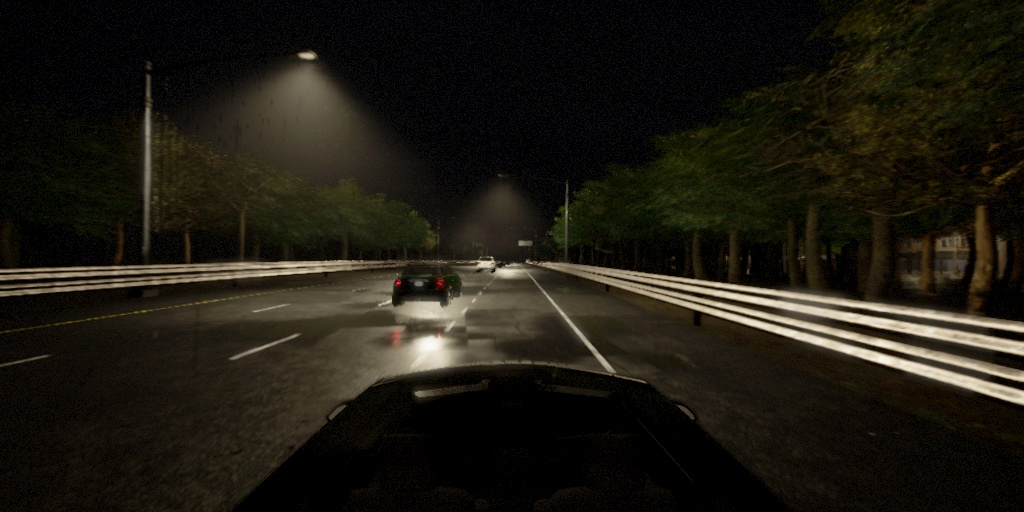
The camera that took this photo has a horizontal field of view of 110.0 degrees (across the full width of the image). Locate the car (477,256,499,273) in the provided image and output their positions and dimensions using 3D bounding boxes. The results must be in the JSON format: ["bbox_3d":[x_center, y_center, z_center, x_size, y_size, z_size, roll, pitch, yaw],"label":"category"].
[{"bbox_3d":[-3.229,1.086,46.708,2.150,2.045,5.566,1,-1,1],"label":"car"}]

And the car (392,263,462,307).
[{"bbox_3d":[-3.449,1.064,15.430,2.097,1.767,4.553,1,0,0],"label":"car"}]
